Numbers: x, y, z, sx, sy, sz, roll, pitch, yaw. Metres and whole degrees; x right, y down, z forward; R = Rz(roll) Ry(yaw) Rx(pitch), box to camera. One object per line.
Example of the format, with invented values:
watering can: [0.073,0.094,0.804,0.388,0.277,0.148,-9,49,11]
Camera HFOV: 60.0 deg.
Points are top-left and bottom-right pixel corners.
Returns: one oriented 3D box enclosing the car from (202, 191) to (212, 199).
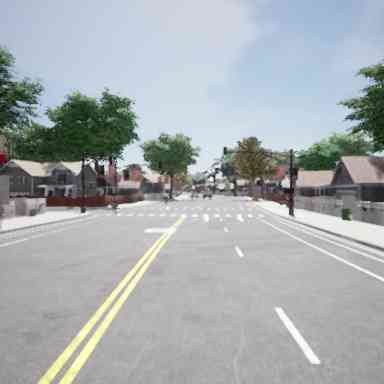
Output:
car: [3.935,0.675,85.818,2.150,2.045,5.566,0,0,8]

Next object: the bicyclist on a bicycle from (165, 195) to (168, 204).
bicyclist on a bicycle: [-4.504,1.381,58.044,0.582,1.620,1.656,0,1,5]

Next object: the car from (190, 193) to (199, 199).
car: [0.713,0.966,86.244,1.812,1.442,4.674,0,0,8]

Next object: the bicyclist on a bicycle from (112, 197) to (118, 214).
bicyclist on a bicycle: [-7.643,1.367,32.782,0.659,1.776,1.843,0,0,4]
